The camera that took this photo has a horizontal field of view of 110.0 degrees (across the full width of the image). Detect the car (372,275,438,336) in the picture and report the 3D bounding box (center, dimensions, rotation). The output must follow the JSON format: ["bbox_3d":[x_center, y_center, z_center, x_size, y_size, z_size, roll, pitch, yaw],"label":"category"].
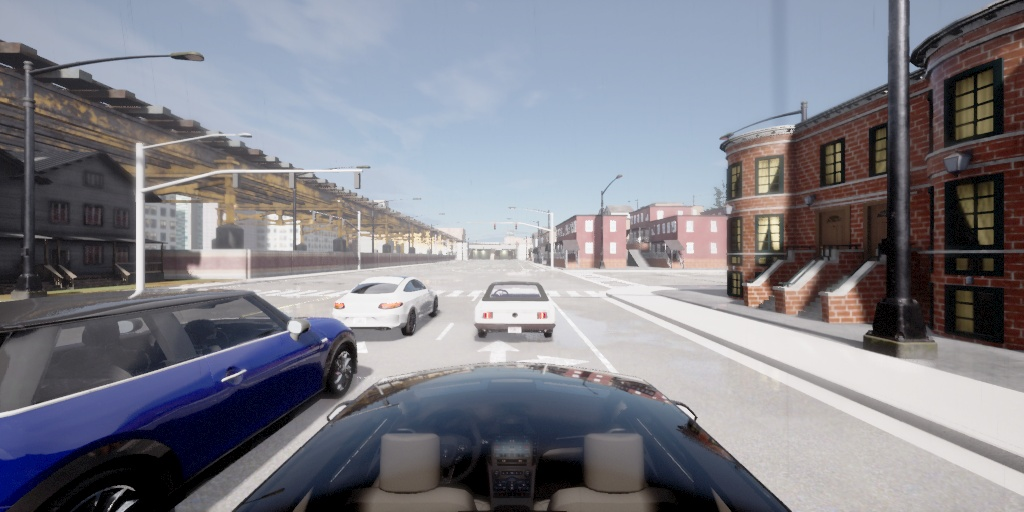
[{"bbox_3d":[-3.398,1.276,10.292,1.812,1.442,4.674,0,0,0],"label":"car"}]

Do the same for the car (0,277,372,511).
[{"bbox_3d":[-3.399,1.102,3.648,2.097,1.767,4.553,0,0,0],"label":"car"}]

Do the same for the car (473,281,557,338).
[{"bbox_3d":[0.105,1.351,10.184,1.895,1.301,4.718,0,0,1],"label":"car"}]
